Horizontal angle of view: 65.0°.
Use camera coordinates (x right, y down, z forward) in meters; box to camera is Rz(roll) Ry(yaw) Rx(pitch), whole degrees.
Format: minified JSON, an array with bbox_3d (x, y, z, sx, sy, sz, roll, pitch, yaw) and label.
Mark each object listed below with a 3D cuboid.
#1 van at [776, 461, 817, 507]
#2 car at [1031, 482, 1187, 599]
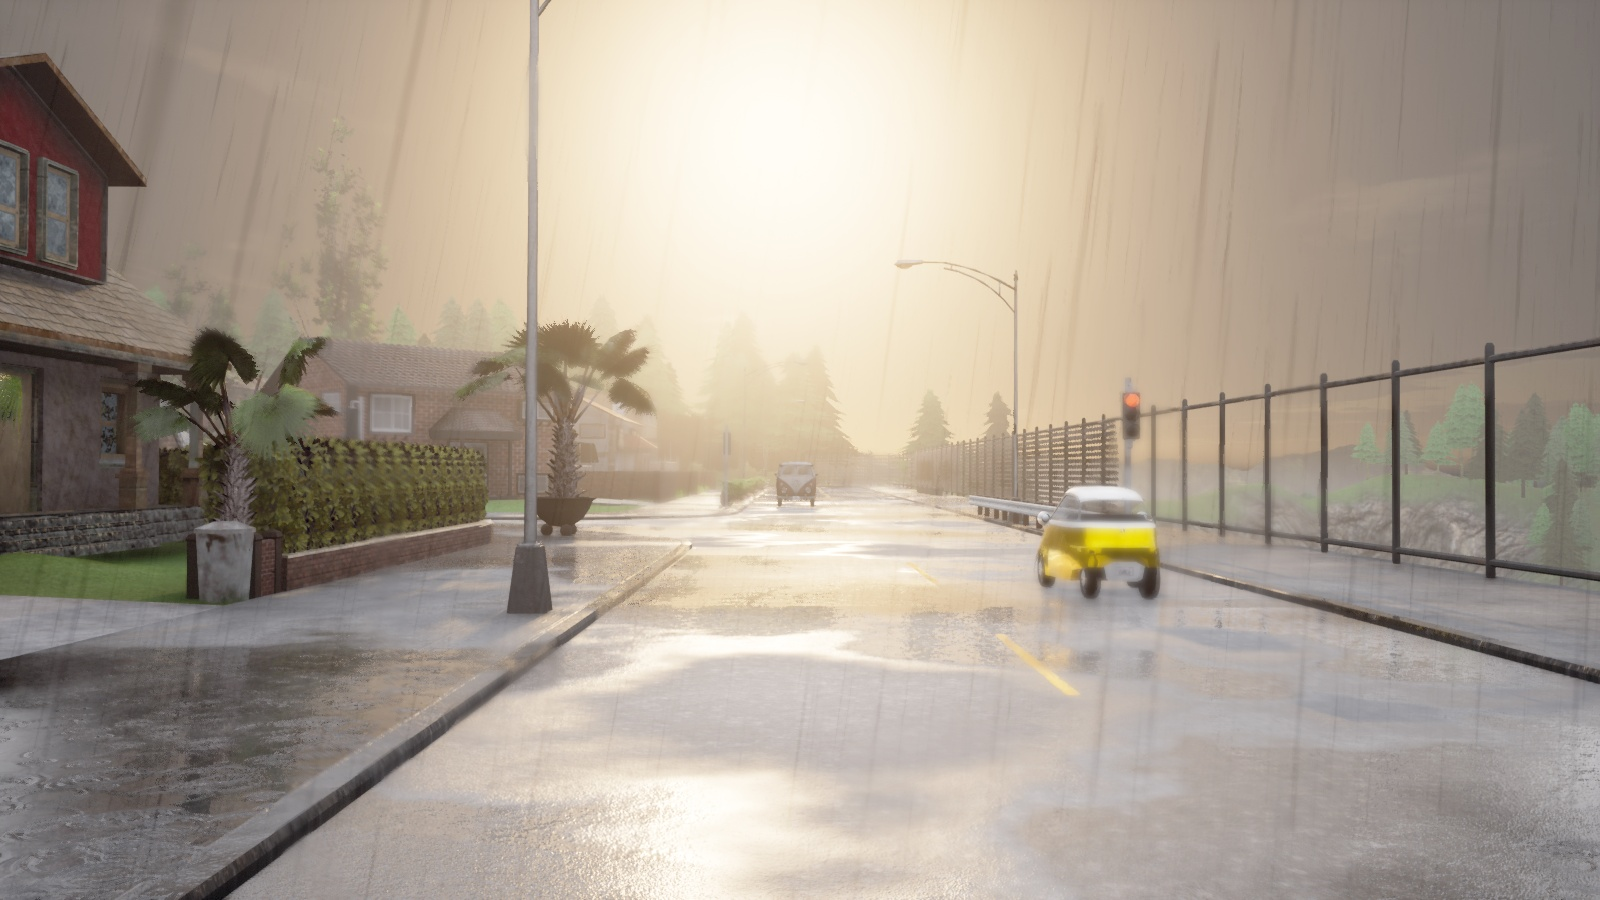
[{"bbox_3d":[-0.157,1.509,56.159,1.775,1.987,4.442,0,-1,0],"label":"van"},{"bbox_3d":[3.959,1.128,16.375,1.481,1.376,2.207,0,-1,0],"label":"car"}]
